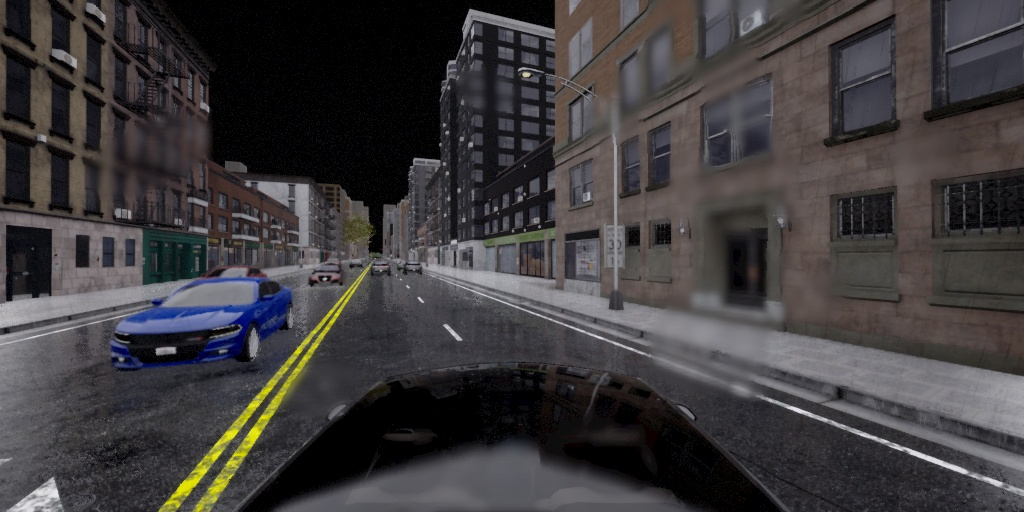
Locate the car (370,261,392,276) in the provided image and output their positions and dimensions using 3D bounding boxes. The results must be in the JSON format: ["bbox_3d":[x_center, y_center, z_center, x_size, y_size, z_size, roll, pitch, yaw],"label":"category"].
[{"bbox_3d":[-13.481,1.215,36.812,2.128,1.511,4.902,0,0,-21],"label":"car"}]

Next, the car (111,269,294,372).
[{"bbox_3d":[-6.369,1.226,8.034,1.882,1.535,5.008,0,0,-21],"label":"car"}]

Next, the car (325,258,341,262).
[{"bbox_3d":[-27.587,1.044,55.402,2.097,1.767,4.553,0,0,-20],"label":"car"}]

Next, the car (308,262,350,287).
[{"bbox_3d":[-12.661,1.301,24.808,1.994,1.385,4.181,0,0,-20],"label":"car"}]

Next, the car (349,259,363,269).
[{"bbox_3d":[-24.588,1.170,56.665,1.882,1.535,5.008,0,0,-20],"label":"car"}]

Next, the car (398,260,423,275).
[{"bbox_3d":[-10.801,1.214,38.799,2.128,1.511,4.902,0,0,-20],"label":"car"}]

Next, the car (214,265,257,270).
[{"bbox_3d":[-13.223,1.220,17.049,1.882,1.535,5.008,0,0,-21],"label":"car"}]
